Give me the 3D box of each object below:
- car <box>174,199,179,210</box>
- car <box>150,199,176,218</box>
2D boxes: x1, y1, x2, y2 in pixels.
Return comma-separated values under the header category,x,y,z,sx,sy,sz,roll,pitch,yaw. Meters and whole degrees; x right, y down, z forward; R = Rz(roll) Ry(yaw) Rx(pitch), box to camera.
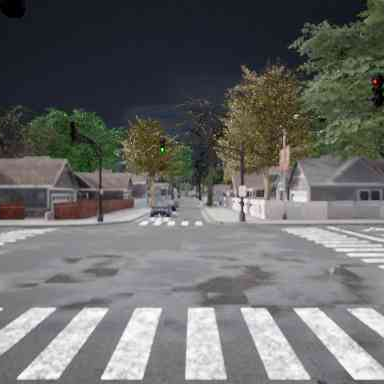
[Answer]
category,x,y,z,sx,sy,sz,roll,pitch,yaw
car,-3.046,1.763,43.832,1.882,1.535,5.008,0,0,0
car,-3.043,1.763,33.611,2.033,1.411,5.357,0,0,0
